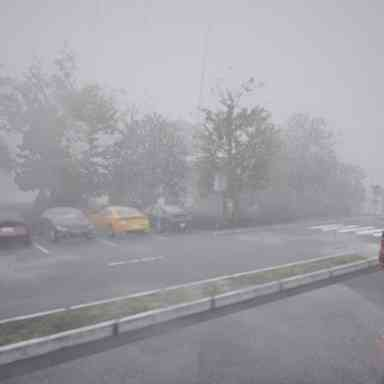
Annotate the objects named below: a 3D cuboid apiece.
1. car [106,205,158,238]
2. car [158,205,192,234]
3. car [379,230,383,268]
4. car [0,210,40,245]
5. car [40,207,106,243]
[{"bbox_3d":[-4.147,1.526,18.262,2.097,1.535,5.008,0,0,-35],"label":"car"},{"bbox_3d":[-1.901,1.521,19.858,2.231,1.521,4.892,0,0,-35],"label":"car"},{"bbox_3d":[7.016,1.179,8.467,5.566,2.045,2.150,-1,0,-34],"label":"car"},{"bbox_3d":[-8.652,1.562,15.100,2.163,1.488,4.792,0,0,-35],"label":"car"},{"bbox_3d":[-6.397,1.530,16.676,2.231,1.521,4.892,0,0,-35],"label":"car"}]
